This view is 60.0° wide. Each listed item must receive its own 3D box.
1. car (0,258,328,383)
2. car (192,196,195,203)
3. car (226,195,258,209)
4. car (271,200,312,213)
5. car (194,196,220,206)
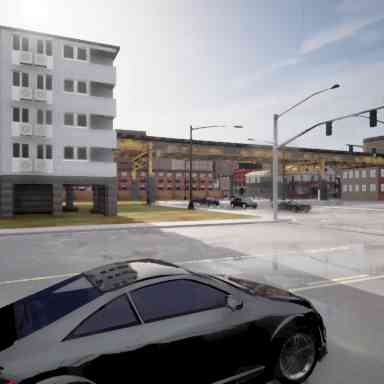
[{"bbox_3d":[-0.331,1.564,4.088,4.181,1.385,1.994,0,0,-30],"label":"car"},{"bbox_3d":[0.775,1.547,65.799,2.033,1.411,5.357,0,0,3],"label":"car"},{"bbox_3d":[7.079,1.505,45.771,1.837,1.490,4.892,0,0,-25],"label":"car"},{"bbox_3d":[11.095,1.601,37.298,1.895,1.301,4.718,0,0,-26],"label":"car"},{"bbox_3d":[2.735,1.547,55.310,2.033,1.411,5.357,0,0,-21],"label":"car"}]
